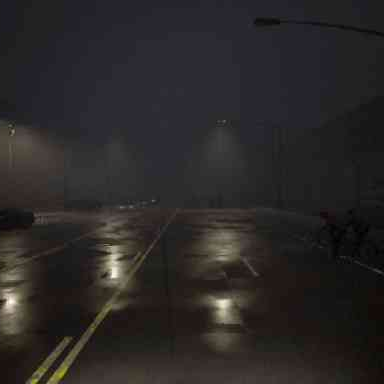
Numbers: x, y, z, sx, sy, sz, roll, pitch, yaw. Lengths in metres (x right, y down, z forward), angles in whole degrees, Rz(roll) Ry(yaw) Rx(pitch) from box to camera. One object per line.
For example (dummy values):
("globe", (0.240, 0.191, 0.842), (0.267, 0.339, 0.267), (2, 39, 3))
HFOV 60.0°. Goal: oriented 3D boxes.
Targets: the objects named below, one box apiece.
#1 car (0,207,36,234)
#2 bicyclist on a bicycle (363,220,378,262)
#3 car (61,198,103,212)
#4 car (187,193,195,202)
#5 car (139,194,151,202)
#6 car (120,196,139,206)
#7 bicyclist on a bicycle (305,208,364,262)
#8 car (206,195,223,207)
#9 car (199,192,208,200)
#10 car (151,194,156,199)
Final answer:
("car", (-10.641, 1.536, 18.377), (2.033, 1.411, 5.357), (0, 0, 0))
("bicyclist on a bicycle", (5.308, 1.373, 10.887), (0.582, 1.620, 1.656), (3, 3, -34))
("car", (-12.632, 1.483, 38.421), (1.837, 1.490, 4.892), (6, 4, 43))
("car", (-0.146, 1.408, 73.634), (2.033, 1.411, 5.357), (0, 1, 0))
("car", (-10.663, 1.432, 71.250), (2.033, 1.411, 5.357), (0, 1, 0))
("car", (-10.701, 1.441, 55.758), (1.882, 1.535, 5.008), (0, 0, 0))
("bicyclist on a bicycle", (4.478, 1.432, 10.756), (1.656, 1.620, 0.582), (-2, 0, 33))
("car", (3.493, 1.472, 49.176), (1.837, 1.490, 4.892), (0, 0, 0))
("car", (3.313, 1.272, 81.599), (2.128, 1.511, 4.902), (0, 1, 0))
("car", (-10.700, 1.195, 87.093), (1.895, 1.301, 4.718), (0, 1, 0))
